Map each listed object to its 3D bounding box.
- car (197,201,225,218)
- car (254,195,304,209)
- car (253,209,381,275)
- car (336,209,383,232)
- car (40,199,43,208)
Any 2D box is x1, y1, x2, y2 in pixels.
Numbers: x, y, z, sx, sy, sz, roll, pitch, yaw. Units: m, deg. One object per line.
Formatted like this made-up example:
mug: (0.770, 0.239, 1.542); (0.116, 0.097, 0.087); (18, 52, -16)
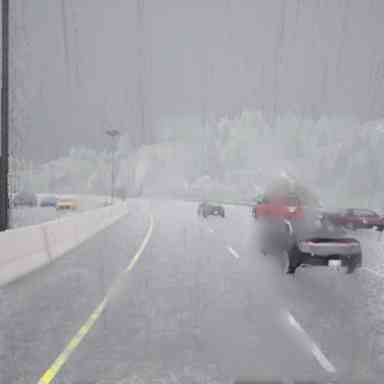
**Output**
car: (1.673, 1.527, 29.922); (1.812, 1.442, 4.674); (0, 0, -8)
car: (6.015, 1.252, 23.569); (2.150, 2.045, 5.566); (0, 0, -5)
car: (3.394, 1.509, 10.495); (2.128, 1.511, 4.902); (0, 0, -2)
car: (9.811, 1.655, 20.362); (1.895, 1.301, 4.718); (0, 0, -5)
car: (-19.335, 1.346, 45.490); (1.882, 1.535, 5.008); (0, 0, -14)
